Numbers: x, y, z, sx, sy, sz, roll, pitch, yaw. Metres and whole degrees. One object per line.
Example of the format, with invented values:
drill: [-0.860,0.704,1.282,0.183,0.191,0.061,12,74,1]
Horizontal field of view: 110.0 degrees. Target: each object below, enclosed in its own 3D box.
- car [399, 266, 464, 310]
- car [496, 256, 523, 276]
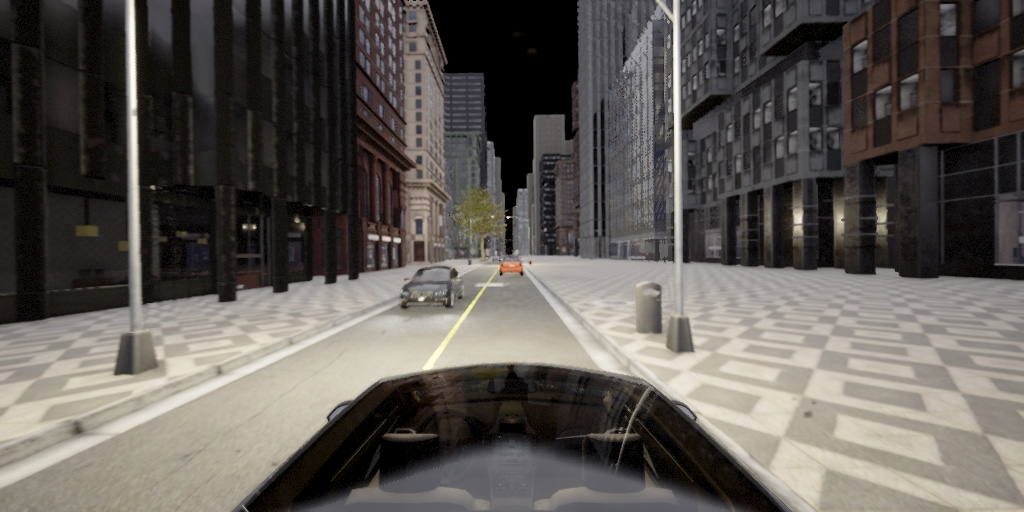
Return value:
car: [-3.048,1.166,14.405,1.837,1.490,4.892,-1,1,0]
car: [-0.065,0.804,32.894,2.097,1.767,4.553,-1,0,0]
